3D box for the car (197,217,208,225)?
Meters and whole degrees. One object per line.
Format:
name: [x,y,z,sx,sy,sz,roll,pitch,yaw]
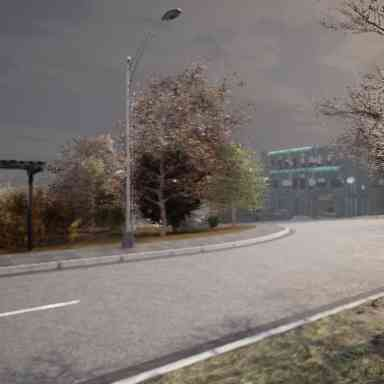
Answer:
car: [1.357,4.342,49.205,1.994,1.385,4.181,0,-5,-27]
